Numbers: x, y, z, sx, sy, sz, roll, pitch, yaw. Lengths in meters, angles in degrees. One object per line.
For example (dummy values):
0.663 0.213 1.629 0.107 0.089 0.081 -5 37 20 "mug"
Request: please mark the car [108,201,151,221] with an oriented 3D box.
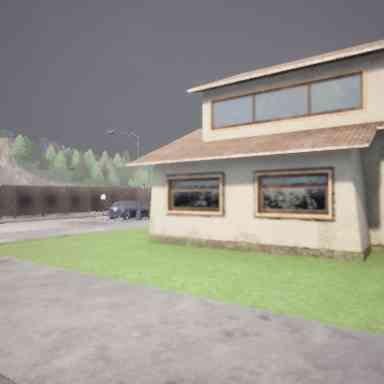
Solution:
-5.375 1.566 30.364 2.097 1.767 4.553 -1 0 36 "car"
